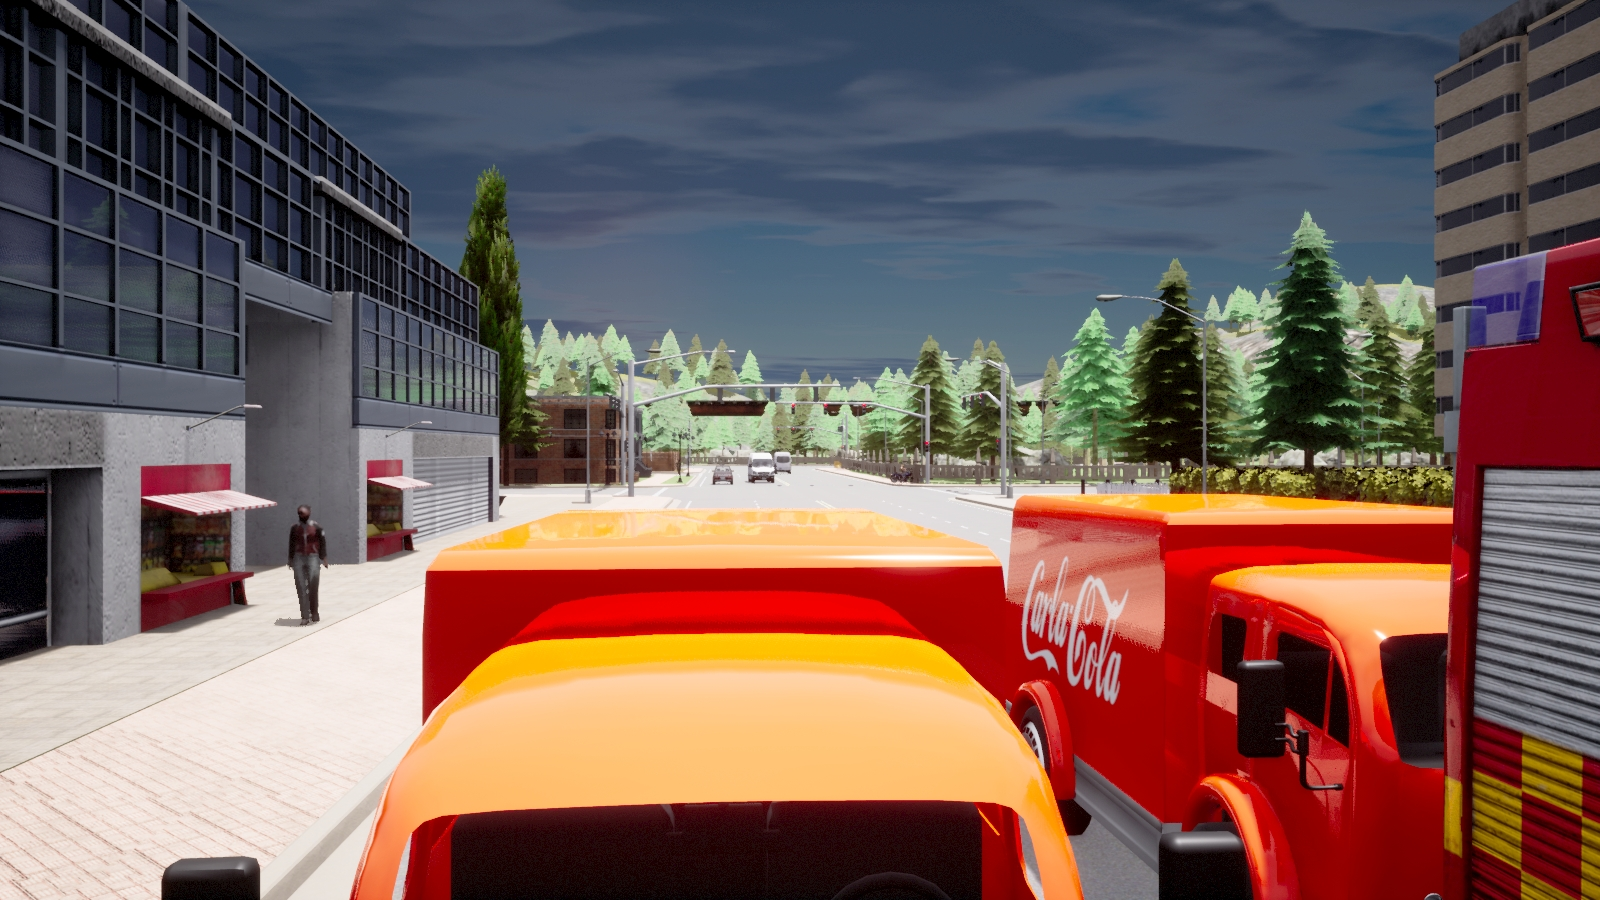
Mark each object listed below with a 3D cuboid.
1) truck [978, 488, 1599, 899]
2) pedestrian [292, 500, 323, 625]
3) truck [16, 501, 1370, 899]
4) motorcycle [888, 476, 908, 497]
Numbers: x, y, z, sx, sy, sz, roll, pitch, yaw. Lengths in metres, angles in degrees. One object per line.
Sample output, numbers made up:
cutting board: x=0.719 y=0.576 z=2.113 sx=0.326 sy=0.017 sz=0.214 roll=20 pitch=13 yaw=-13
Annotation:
truck: x=3.003 y=1.568 z=7.234 sx=2.627 sy=2.467 sz=5.204 roll=0 pitch=0 yaw=-4
pedestrian: x=-7.490 y=1.698 z=17.382 sx=0.375 sy=1.860 sz=0.375 roll=0 pitch=0 yaw=-14
truck: x=-0.347 y=1.568 z=4.821 sx=2.627 sy=2.467 sz=5.204 roll=0 pitch=0 yaw=-4
motorcycle: x=5.944 y=2.205 z=69.519 sx=0.867 sy=1.251 sz=2.209 roll=0 pitch=0 yaw=-4
